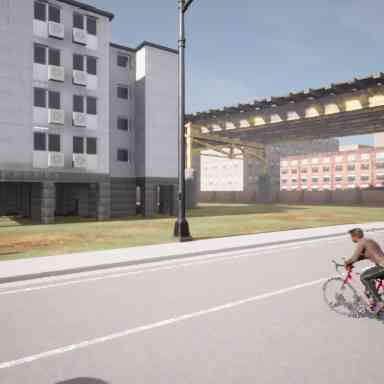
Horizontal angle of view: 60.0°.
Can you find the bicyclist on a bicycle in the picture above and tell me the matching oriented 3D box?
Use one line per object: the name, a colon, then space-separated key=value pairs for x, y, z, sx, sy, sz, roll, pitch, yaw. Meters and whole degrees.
bicyclist on a bicycle: x=2.989 y=1.453 z=5.711 sx=0.582 sy=1.620 sz=1.656 roll=0 pitch=-1 yaw=-36
